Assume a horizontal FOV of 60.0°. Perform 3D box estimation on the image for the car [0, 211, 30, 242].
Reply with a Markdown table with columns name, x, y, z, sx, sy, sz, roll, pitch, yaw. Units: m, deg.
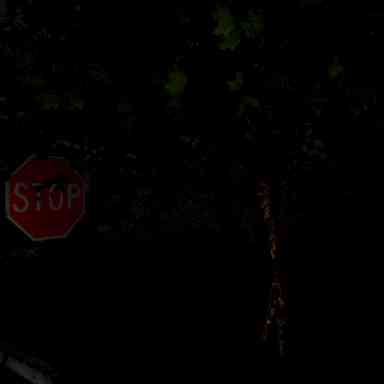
| name | x | y | z | sx | sy | sz | roll | pitch | yaw |
| --- | --- | --- | --- | --- | --- | --- | --- | --- | --- |
| car | -9.950 | 1.702 | 16.065 | 1.882 | 1.535 | 5.008 | -1 | -2 | 35 |
